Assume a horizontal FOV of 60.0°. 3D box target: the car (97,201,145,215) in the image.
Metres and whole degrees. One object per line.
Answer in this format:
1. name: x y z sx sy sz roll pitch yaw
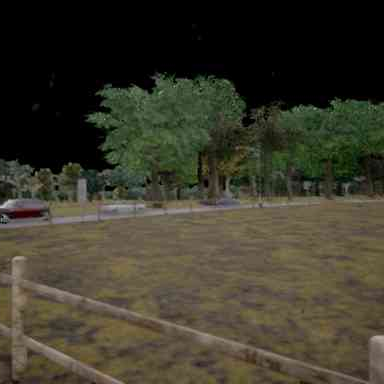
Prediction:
1. car: -6.993 1.520 32.808 1.895 1.301 4.718 -2 -1 38

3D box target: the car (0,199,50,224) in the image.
1. car: -12.912 1.321 24.656 2.097 1.767 4.553 -2 -1 35

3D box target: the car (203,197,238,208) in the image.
1. car: 3.914 1.352 44.972 5.357 1.411 2.033 -1 -1 -43
